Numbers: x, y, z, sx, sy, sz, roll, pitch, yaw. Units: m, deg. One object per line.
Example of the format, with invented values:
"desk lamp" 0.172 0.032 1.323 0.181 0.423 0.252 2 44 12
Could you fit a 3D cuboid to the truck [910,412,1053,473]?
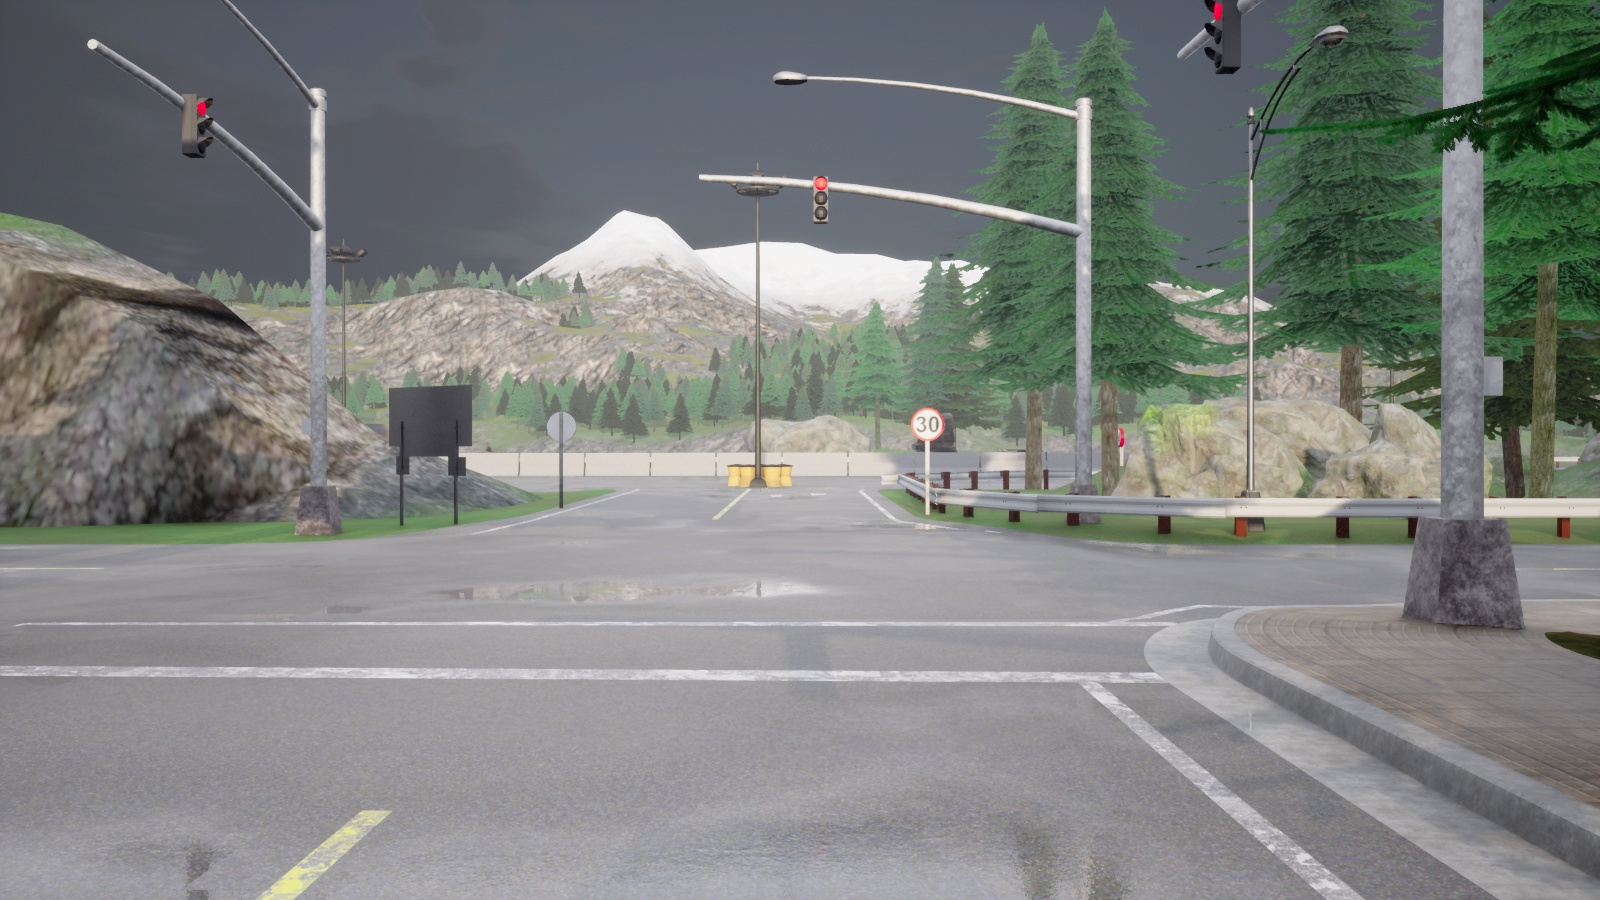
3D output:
"truck" 10.485 -0.444 73.100 7.936 3.462 2.891 0 0 0
